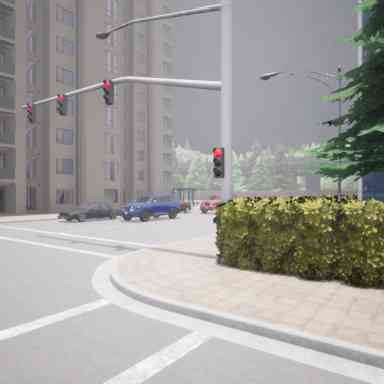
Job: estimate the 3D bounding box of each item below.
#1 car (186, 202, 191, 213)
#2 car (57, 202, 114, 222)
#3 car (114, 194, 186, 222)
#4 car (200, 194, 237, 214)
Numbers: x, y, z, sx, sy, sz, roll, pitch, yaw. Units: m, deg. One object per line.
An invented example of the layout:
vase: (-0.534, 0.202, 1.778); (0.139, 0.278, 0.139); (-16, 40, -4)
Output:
car: (-2.071, 1.478, 34.462); (1.882, 1.535, 5.008); (0, 0, 36)
car: (-7.875, 1.547, 26.554); (2.033, 1.411, 5.357); (0, 0, 36)
car: (-3.254, 1.221, 26.939); (2.150, 2.045, 5.566); (0, 0, 36)
car: (3.091, 1.221, 35.573); (2.150, 2.045, 5.566); (0, 0, 36)
